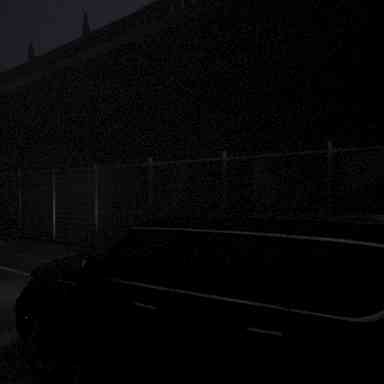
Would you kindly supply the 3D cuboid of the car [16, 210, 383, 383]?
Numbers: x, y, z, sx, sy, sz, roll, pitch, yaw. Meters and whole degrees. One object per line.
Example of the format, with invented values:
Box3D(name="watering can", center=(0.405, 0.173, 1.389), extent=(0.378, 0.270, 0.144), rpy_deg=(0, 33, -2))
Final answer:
Box3D(name="car", center=(0.276, 1.230, 3.761), extent=(5.566, 2.045, 2.150), rpy_deg=(-1, 0, 36))
